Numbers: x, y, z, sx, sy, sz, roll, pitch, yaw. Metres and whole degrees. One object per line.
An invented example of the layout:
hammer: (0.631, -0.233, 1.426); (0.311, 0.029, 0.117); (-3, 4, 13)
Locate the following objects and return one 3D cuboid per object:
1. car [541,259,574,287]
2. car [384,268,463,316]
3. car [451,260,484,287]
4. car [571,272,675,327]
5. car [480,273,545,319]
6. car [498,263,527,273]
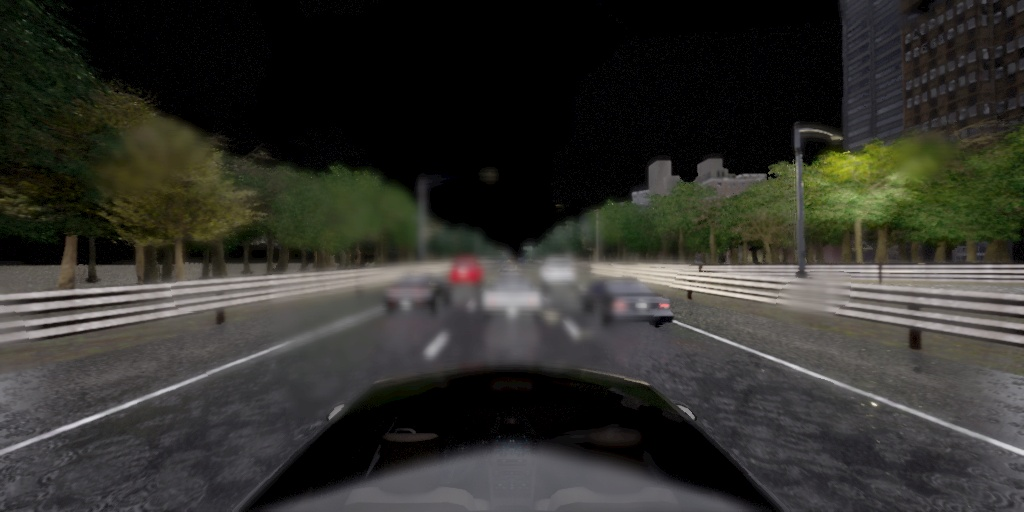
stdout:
car: (3.530, 1.289, 28.058); (2.150, 2.045, 5.566); (0, 0, 1)
car: (-3.457, 1.397, 14.200); (2.128, 1.511, 4.902); (0, -1, 0)
car: (-3.470, 1.290, 28.121); (2.150, 2.045, 5.566); (0, 0, 0)
car: (3.524, 1.426, 12.065); (2.033, 1.411, 5.357); (0, -1, 1)
car: (0.038, 1.498, 13.591); (1.895, 1.301, 4.718); (0, -1, 0)
car: (0.039, 1.569, 29.189); (2.128, 1.511, 4.902); (0, -1, 1)
